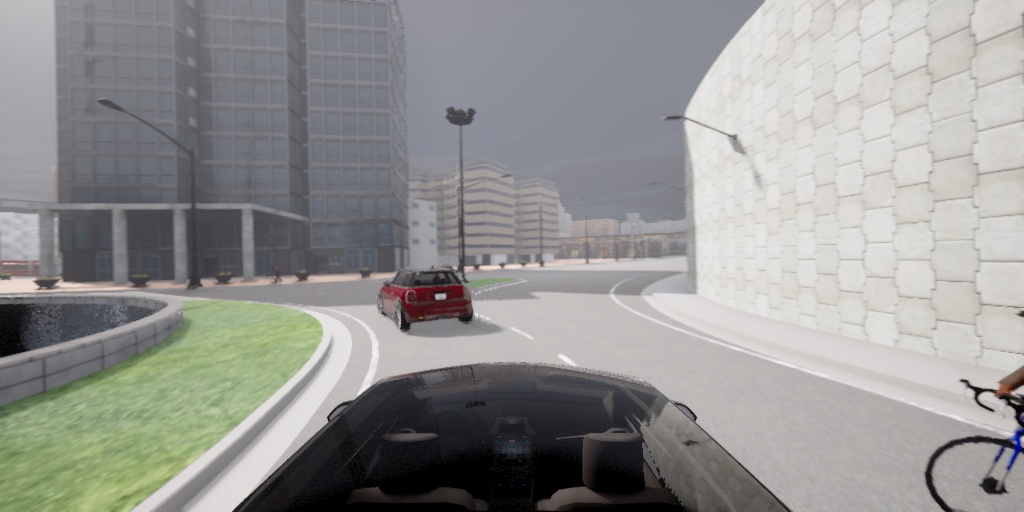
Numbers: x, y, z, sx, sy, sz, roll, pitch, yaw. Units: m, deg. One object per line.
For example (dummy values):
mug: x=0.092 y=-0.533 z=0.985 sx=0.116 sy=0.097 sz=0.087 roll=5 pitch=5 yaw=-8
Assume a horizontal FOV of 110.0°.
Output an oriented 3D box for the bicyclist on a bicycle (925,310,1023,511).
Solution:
bicyclist on a bicycle: x=3.780 y=1.125 z=2.332 sx=1.656 sy=1.620 sz=0.582 roll=-3 pitch=-1 yaw=23

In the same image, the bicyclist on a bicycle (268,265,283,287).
bicyclist on a bicycle: x=-18.266 y=1.495 z=27.675 sx=0.582 sy=1.620 sz=1.656 roll=-1 pitch=9 yaw=2

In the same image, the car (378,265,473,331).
car: x=-2.985 y=1.158 z=11.697 sx=2.097 sy=1.767 sz=4.553 roll=-1 pitch=0 yaw=-29
